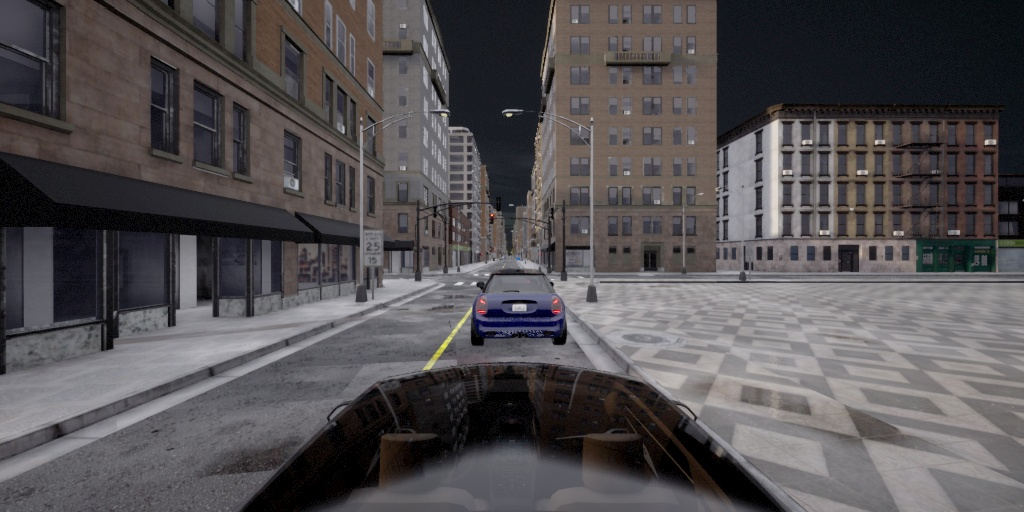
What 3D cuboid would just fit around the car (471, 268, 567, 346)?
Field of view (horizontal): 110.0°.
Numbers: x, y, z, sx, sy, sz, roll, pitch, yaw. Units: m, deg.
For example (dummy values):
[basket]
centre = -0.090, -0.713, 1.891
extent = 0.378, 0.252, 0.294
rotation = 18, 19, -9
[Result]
[car]
centre = 0.101, 1.102, 9.622
extent = 2.097, 1.767, 4.553
rotation = 0, 0, -1
